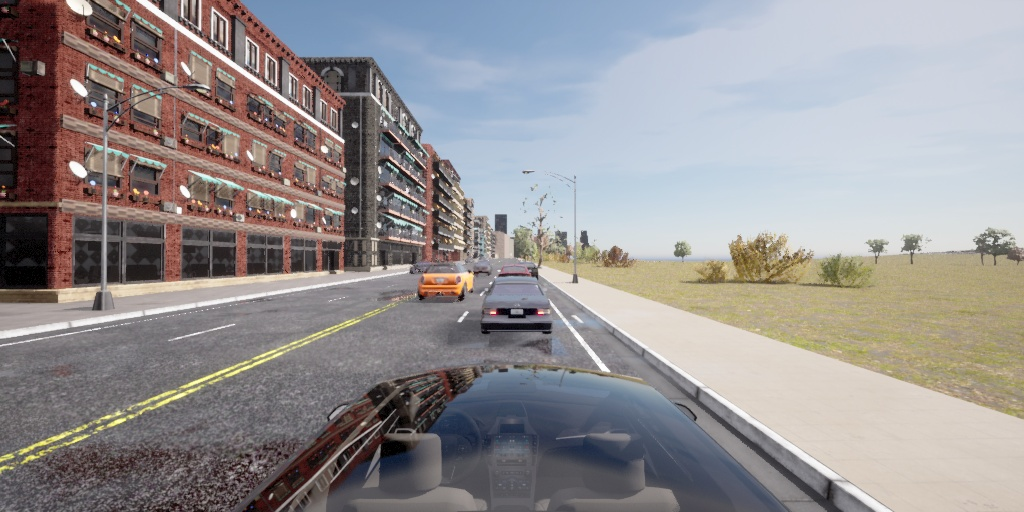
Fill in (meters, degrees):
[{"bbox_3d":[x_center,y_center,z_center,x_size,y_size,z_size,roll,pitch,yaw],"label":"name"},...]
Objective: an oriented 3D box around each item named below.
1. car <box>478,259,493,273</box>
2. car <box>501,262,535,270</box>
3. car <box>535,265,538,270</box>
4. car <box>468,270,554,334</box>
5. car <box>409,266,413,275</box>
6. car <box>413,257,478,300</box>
[{"bbox_3d":[-3.064,1.302,37.755,2.033,1.411,5.357,0,0,0],"label":"car"},{"bbox_3d":[0.147,1.231,21.097,1.882,1.535,5.008,0,0,0],"label":"car"},{"bbox_3d":[1.204,1.232,30.534,1.882,1.535,5.008,0,0,0],"label":"car"},{"bbox_3d":[0.119,1.299,10.557,2.033,1.411,5.357,0,0,0],"label":"car"},{"bbox_3d":[-9.763,1.318,39.091,1.994,1.385,4.181,0,0,0],"label":"car"},{"bbox_3d":[-3.117,1.106,17.791,2.097,1.767,4.553,0,0,1],"label":"car"}]
